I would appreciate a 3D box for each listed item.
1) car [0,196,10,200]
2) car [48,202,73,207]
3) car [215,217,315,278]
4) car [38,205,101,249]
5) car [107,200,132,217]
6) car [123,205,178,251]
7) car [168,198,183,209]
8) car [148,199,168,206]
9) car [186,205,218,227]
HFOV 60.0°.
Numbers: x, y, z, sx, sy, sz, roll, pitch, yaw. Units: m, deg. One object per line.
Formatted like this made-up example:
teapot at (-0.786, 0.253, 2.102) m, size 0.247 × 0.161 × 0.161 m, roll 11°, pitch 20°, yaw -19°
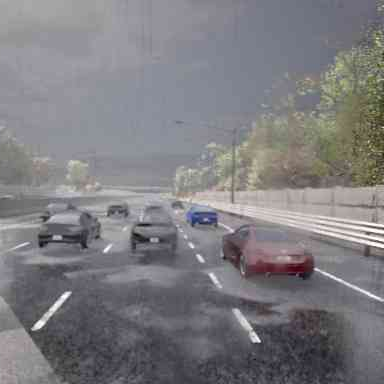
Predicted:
car at (-21.784, 1.181, 36.839) m, size 1.882 × 1.535 × 5.008 m, roll 2°, pitch -1°, yaw -6°
car at (-9.795, 1.490, 25.143) m, size 2.033 × 1.411 × 5.357 m, roll 2°, pitch -1°, yaw -6°
car at (2.198, 1.723, 10.691) m, size 1.994 × 1.385 × 4.181 m, roll 2°, pitch -1°, yaw -6°
car at (-5.143, 1.506, 14.387) m, size 1.812 × 1.442 × 4.674 m, roll 2°, pitch -1°, yaw -6°
car at (-7.036, 1.594, 32.325) m, size 1.837 × 1.490 × 4.892 m, roll 2°, pitch -1°, yaw -6°
car at (-1.641, 1.576, 14.680) m, size 2.128 × 1.511 × 4.902 m, roll 2°, pitch -1°, yaw -6°
car at (-2.561, 1.942, 55.394) m, size 1.837 × 1.490 × 4.892 m, roll 2°, pitch -1°, yaw -6°
car at (-3.559, 1.698, 32.693) m, size 1.837 × 1.490 × 4.892 m, roll 2°, pitch -1°, yaw -6°
car at (0.687, 1.723, 24.921) m, size 1.882 × 1.535 × 5.008 m, roll 2°, pitch -1°, yaw -6°
